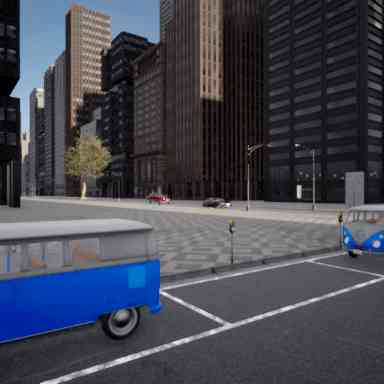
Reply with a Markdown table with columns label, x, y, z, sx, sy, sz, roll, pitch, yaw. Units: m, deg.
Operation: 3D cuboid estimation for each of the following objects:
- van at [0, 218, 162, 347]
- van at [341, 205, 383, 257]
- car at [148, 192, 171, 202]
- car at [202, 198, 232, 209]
| label | x | y | z | sx | sy | sz | roll | pitch | yaw |
| --- | --- | --- | --- | --- | --- | --- | --- | --- | --- |
| van | -2.406 | 1.341 | 4.935 | 3.998 | 1.788 | 1.690 | 0 | 0 | -35 |
| van | 6.842 | 1.338 | 11.523 | 3.998 | 1.788 | 1.690 | 0 | 0 | -35 |
| car | -5.875 | 1.066 | 59.482 | 2.150 | 2.045 | 5.566 | 0 | 0 | -36 |
| car | 3.442 | 1.571 | 46.361 | 2.128 | 1.511 | 4.902 | 0 | 0 | -36 |
